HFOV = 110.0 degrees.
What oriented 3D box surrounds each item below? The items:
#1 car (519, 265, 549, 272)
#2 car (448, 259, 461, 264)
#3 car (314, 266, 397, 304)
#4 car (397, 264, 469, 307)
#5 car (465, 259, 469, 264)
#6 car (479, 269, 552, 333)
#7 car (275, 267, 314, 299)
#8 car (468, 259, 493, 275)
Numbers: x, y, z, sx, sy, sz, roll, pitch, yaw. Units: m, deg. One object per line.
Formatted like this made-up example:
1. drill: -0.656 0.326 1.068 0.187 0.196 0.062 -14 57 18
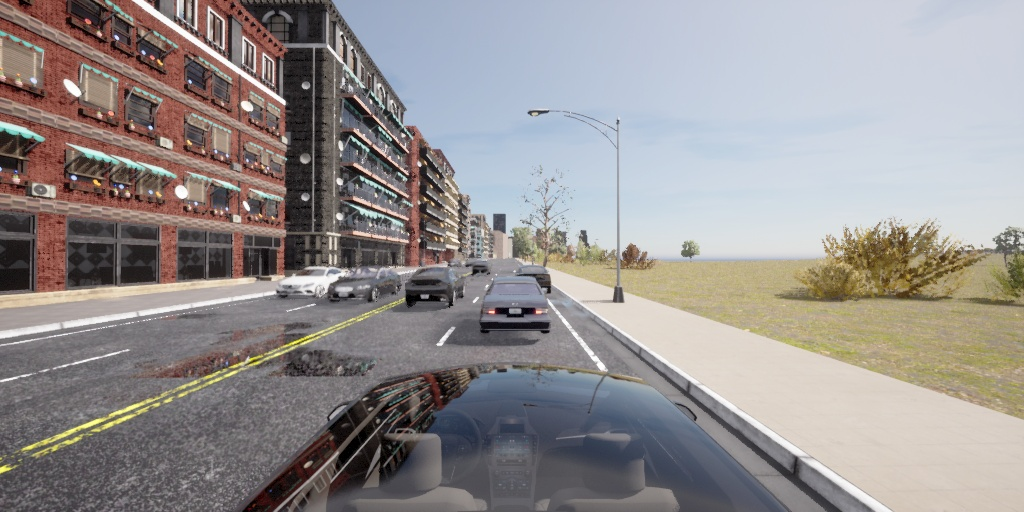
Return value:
1. car: 1.111 1.230 20.424 1.882 1.535 5.008 0 0 0
2. car: -9.900 1.242 61.939 2.128 1.511 4.902 0 0 0
3. car: -6.621 1.243 16.521 2.128 1.511 4.902 0 0 0
4. car: -3.170 1.254 15.454 1.837 1.490 4.892 0 -1 0
5. car: -6.658 1.227 59.339 1.882 1.535 5.008 0 0 0
6. car: 0.090 1.299 10.660 2.033 1.411 5.357 0 0 0
7. car: -9.860 1.277 18.256 1.812 1.442 4.674 0 0 0
8. car: -3.199 1.258 38.427 1.837 1.490 4.892 0 1 0
